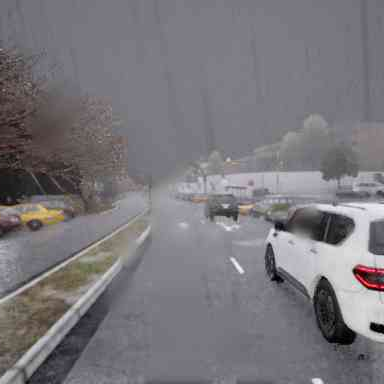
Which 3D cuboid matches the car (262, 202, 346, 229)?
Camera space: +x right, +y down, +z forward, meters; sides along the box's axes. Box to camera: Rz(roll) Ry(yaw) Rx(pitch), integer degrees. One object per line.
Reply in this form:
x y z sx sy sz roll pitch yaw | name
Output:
7.272 1.453 21.606 4.892 1.521 2.231 1 0 -23 | car

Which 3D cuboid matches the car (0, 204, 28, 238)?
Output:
-10.824 1.537 16.191 4.674 1.452 2.002 -1 0 -22 | car

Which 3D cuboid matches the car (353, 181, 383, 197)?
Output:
24.761 -0.427 45.750 2.435 2.045 5.566 -7 4 -28 | car

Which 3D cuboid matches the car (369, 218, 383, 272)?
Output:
7.654 1.506 9.532 4.674 1.452 2.002 1 0 -21 | car

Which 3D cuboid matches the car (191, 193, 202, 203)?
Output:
2.856 1.478 71.303 4.553 1.767 2.185 0 0 -28 | car

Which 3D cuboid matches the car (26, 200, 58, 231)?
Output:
-10.778 1.490 19.225 5.366 1.575 1.946 -1 0 -22 | car

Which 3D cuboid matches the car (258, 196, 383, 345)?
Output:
3.023 1.213 6.520 2.150 2.045 5.566 0 0 -1 | car

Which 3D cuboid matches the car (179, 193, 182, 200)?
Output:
0.149 1.308 89.164 5.566 2.045 2.435 0 0 -29 | car

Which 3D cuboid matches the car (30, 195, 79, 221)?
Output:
-11.205 1.366 25.077 4.553 1.767 2.185 -1 0 -23 | car

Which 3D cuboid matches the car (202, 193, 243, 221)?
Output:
2.301 1.192 26.818 2.150 2.045 5.566 0 0 -3 | car

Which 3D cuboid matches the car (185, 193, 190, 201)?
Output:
1.980 1.337 77.253 5.566 2.045 2.435 1 0 -29 | car

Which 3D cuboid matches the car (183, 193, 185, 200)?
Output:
1.565 1.329 80.262 5.566 2.045 2.435 0 0 -29 | car

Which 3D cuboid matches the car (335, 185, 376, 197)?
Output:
21.799 0.152 45.330 2.002 1.452 4.674 -7 4 -29 | car

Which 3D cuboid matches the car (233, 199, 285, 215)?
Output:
6.767 1.472 33.636 4.792 1.488 2.163 1 0 -24 | car

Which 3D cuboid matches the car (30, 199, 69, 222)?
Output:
-11.253 1.494 22.037 5.366 1.575 1.946 -1 0 -23 | car

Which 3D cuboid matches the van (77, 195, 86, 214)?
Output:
-11.303 1.263 28.070 4.442 1.987 1.878 -1 0 -23 | van

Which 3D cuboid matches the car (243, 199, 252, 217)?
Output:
6.991 1.319 27.650 4.553 1.767 2.185 1 0 -23 | car

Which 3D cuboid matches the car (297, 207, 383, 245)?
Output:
7.499 1.499 15.567 4.674 1.452 2.002 1 0 -22 | car

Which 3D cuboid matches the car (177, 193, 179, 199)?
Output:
-0.826 1.549 95.072 4.892 1.521 2.231 0 0 -29 | car

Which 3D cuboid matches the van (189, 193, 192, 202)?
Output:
2.353 1.369 74.238 4.442 1.987 1.878 0 0 -29 | van

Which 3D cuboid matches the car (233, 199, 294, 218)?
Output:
6.610 1.435 30.579 5.366 1.575 1.946 1 0 -24 | car

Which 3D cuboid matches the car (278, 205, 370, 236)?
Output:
7.385 1.495 18.590 4.674 1.452 2.002 1 0 -22 | car

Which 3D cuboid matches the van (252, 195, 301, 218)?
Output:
7.019 1.221 24.575 4.442 1.987 1.878 1 0 -23 | van
